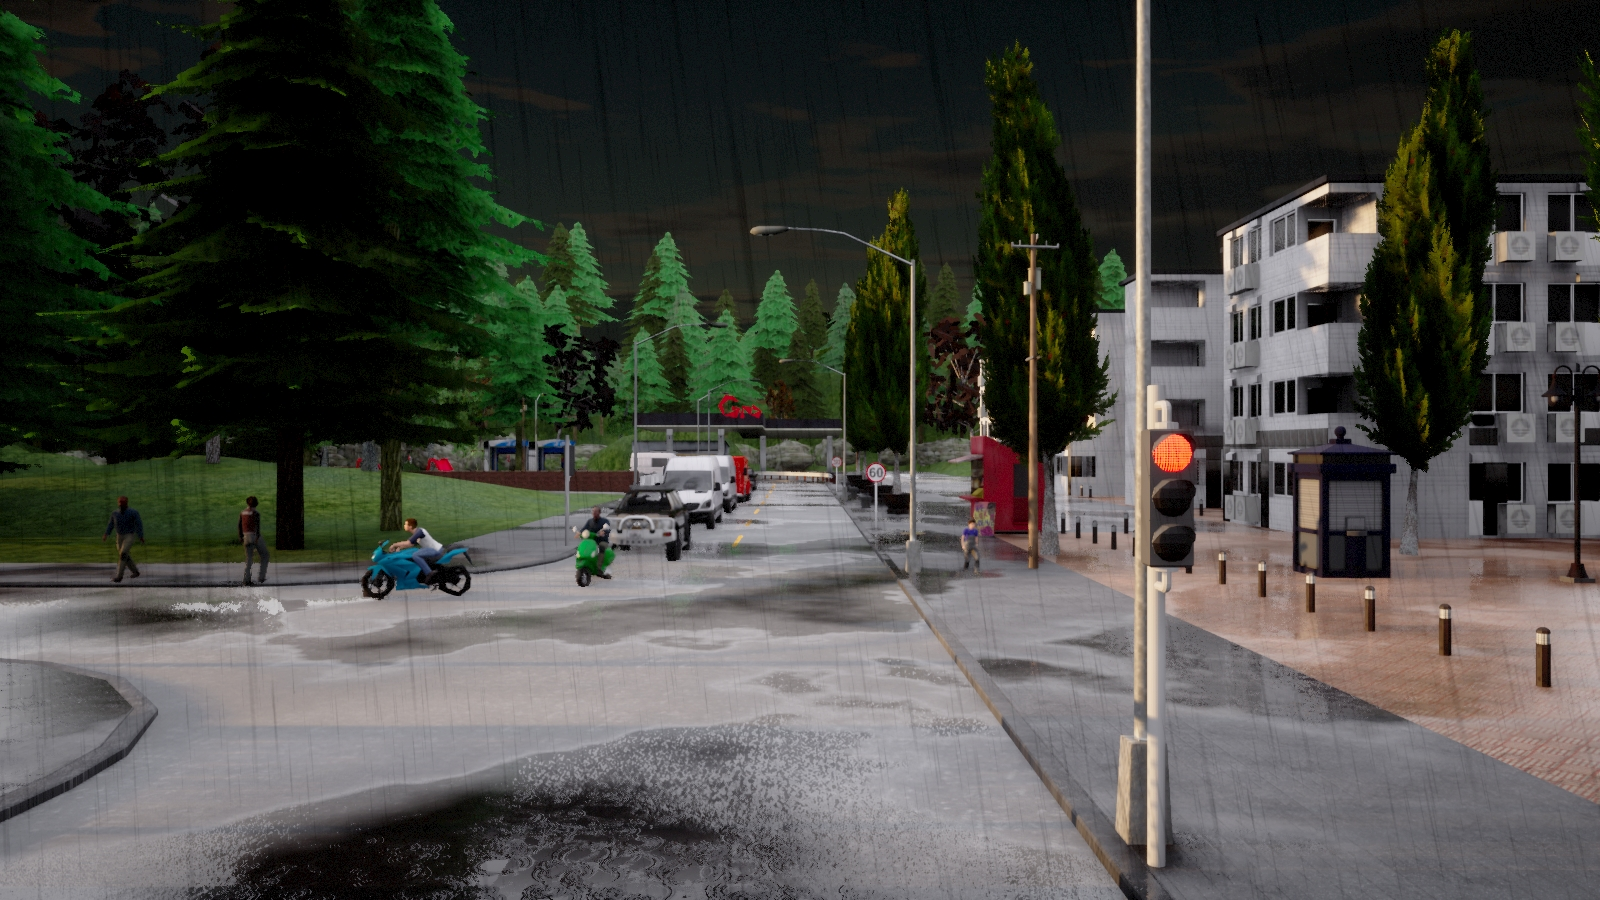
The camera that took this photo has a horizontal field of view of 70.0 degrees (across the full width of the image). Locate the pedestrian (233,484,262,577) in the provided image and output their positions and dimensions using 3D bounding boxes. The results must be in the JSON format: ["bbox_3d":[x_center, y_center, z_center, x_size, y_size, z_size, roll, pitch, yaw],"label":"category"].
[{"bbox_3d":[-11.200,1.625,23.173,0.375,1.860,0.375,0,0,10],"label":"pedestrian"}]

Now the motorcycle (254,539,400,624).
[{"bbox_3d":[-7.234,1.990,17.579,2.033,1.145,0.803,0,0,-19],"label":"motorcycle"}]

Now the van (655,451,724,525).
[{"bbox_3d":[-4.013,1.308,42.389,1.988,2.561,5.915,0,0,0],"label":"van"}]

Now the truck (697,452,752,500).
[{"bbox_3d":[-3.990,1.338,61.262,2.627,2.467,5.204,0,0,0],"label":"truck"}]

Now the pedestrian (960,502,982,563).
[{"bbox_3d":[3.742,1.800,24.996,0.375,1.300,0.375,0,0,-12],"label":"pedestrian"}]

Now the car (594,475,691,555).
[{"bbox_3d":[-4.060,1.639,30.133,1.932,1.855,4.605,0,0,0],"label":"car"}]

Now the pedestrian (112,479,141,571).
[{"bbox_3d":[-13.802,1.520,23.402,0.375,1.860,0.375,0,0,-1],"label":"pedestrian"}]

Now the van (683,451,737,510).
[{"bbox_3d":[-4.007,1.306,51.869,1.988,2.561,5.915,0,0,0],"label":"van"}]
